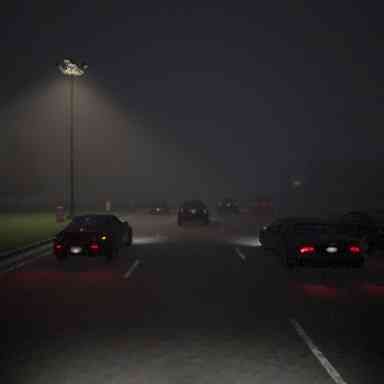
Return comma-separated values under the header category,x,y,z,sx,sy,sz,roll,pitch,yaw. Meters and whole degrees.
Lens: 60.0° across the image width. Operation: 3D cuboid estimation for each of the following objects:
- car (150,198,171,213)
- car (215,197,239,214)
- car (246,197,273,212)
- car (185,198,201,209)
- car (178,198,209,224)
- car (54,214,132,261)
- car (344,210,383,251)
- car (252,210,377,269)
category,x,y,z,sx,sy,sz,roll,pitch,yaw
car,-3.403,1.468,35.838,1.837,1.490,4.892,0,0,0
car,3.596,1.316,34.837,2.097,1.767,4.553,0,0,0
car,7.096,1.315,35.219,2.097,1.767,4.553,0,0,0
car,0.095,1.500,45.164,2.033,1.411,5.357,0,0,0
car,0.098,1.327,24.274,2.097,1.767,4.553,0,0,0
car,-3.401,1.513,12.051,1.812,1.442,4.674,0,0,0
car,7.099,1.463,13.376,1.882,1.535,5.008,0,0,0
car,3.599,1.536,11.072,2.033,1.411,5.357,0,0,0
